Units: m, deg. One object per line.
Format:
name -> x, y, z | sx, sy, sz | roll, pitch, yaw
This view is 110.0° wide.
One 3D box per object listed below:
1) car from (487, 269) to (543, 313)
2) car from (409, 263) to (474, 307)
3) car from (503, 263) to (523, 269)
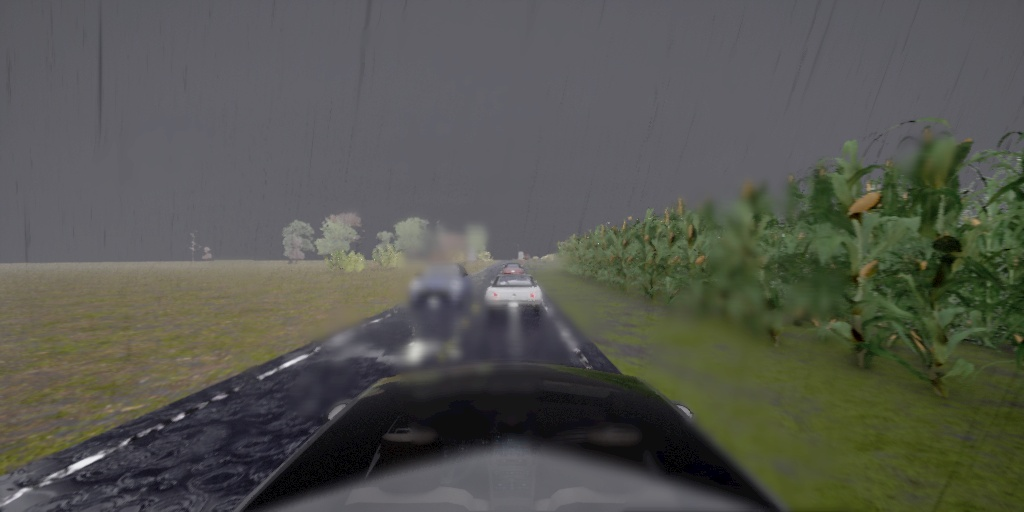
car -> 0.095, 1.355, 14.098 | 1.895, 1.301, 4.718 | 0, 0, 0
car -> -2.854, 1.106, 15.373 | 2.097, 1.767, 4.553 | 0, 0, 0
car -> 0.088, 1.336, 33.431 | 1.994, 1.385, 4.181 | 0, 0, 0
